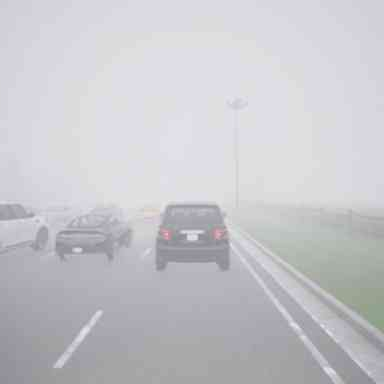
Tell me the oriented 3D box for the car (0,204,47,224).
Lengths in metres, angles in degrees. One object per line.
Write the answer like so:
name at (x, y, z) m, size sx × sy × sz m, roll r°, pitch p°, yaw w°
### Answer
car at (-13.949, 1.741, 27.680) m, size 1.994 × 1.385 × 4.181 m, roll 0°, pitch 0°, yaw 0°

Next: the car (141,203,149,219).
car at (-3.443, 1.660, 28.732) m, size 1.882 × 1.535 × 5.008 m, roll 0°, pitch 0°, yaw 0°

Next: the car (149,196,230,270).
car at (0.034, 1.296, 11.405) m, size 2.150 × 2.045 × 5.566 m, roll 0°, pitch 0°, yaw 0°

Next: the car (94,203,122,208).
car at (-6.952, 1.667, 27.536) m, size 2.128 × 1.511 × 4.902 m, roll 0°, pitch 0°, yaw 1°

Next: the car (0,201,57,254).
car at (-6.966, 1.296, 11.396) m, size 2.150 × 2.045 × 5.566 m, roll 0°, pitch 0°, yaw 1°

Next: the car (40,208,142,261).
car at (-3.453, 1.572, 12.538) m, size 2.128 × 1.511 × 4.902 m, roll 0°, pitch 0°, yaw 1°

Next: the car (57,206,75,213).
car at (-10.458, 1.772, 26.929) m, size 1.895 × 1.301 × 4.718 m, roll 0°, pitch 0°, yaw 1°

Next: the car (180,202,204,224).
car at (0.049, 1.682, 27.559) m, size 1.837 × 1.490 × 4.892 m, roll 0°, pitch 0°, yaw 1°
